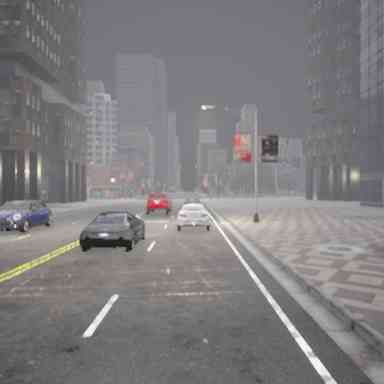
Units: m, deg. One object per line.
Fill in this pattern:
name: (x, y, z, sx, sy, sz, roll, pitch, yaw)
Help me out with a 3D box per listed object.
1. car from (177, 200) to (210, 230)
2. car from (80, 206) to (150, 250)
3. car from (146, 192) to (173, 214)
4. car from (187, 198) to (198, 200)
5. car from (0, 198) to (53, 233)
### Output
car: (0.091, 1.432, 20.169, 1.812, 1.442, 4.674, 0, 0, 0)
car: (-3.157, 1.500, 13.920, 1.994, 1.385, 4.181, 0, 0, 0)
car: (-3.170, 1.062, 32.925, 2.150, 2.045, 5.566, 0, 0, 0)
car: (0.081, 1.387, 37.358, 1.994, 1.385, 4.181, 0, 0, 0)
car: (-9.760, 1.271, 18.921, 2.097, 1.767, 4.553, 0, 0, 0)
